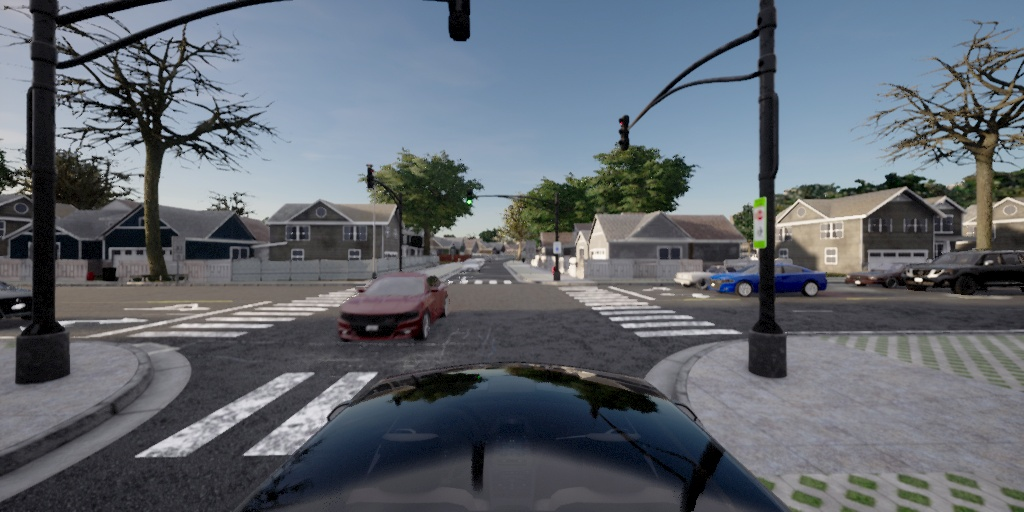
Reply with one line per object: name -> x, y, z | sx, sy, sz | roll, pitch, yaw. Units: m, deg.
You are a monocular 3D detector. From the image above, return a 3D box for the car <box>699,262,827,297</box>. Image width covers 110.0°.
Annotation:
car -> 11.998, 1.076, 17.008 | 5.008, 1.535, 1.882 | 0, 0, -2

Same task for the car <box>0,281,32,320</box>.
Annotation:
car -> -15.233, 1.174, 9.568 | 4.181, 1.385, 1.994 | 0, 0, -2

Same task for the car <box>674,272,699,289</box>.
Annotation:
car -> 11.785, 1.204, 20.255 | 4.718, 1.301, 1.895 | 0, 0, -2

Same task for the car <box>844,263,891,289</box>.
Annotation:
car -> 22.389, 1.096, 20.540 | 5.357, 1.411, 2.033 | 0, 0, -1

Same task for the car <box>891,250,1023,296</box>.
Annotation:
car -> 22.290, 0.765, 17.290 | 5.566, 2.045, 2.150 | -1, 0, -1

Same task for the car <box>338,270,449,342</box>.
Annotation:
car -> -2.949, 1.197, 9.859 | 1.882, 1.535, 5.008 | 0, 0, -2

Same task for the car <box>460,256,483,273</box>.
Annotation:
car -> -4.375, 1.091, 38.665 | 1.812, 1.442, 4.674 | 0, 1, -3

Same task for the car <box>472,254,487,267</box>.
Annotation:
car -> -5.295, 0.737, 54.568 | 2.150, 2.045, 5.566 | 0, 2, -4
